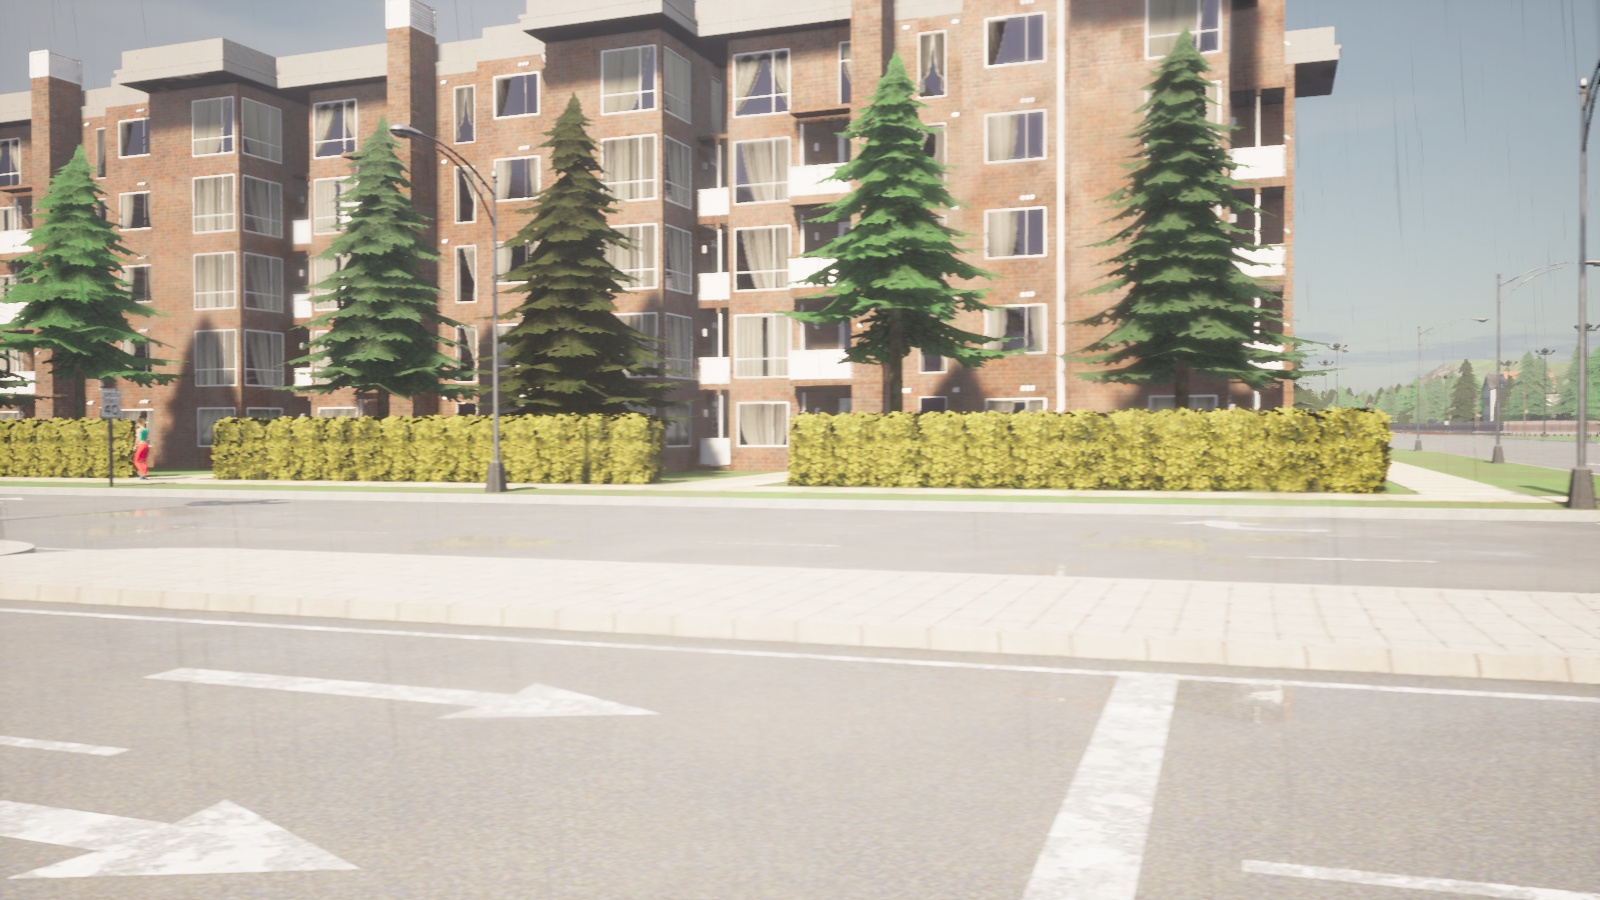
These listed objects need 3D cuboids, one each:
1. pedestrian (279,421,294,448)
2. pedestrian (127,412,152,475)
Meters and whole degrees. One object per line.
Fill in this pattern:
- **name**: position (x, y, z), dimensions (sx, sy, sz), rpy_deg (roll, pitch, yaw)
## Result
- **pedestrian**: position (-35.965, -1.088, 87.945), dimensions (0.563, 1.883, 0.849), rpy_deg (1, 1, 20)
- **pedestrian**: position (-19.329, -0.195, 36.740), dimensions (0.594, 1.836, 0.345), rpy_deg (1, 1, 20)
